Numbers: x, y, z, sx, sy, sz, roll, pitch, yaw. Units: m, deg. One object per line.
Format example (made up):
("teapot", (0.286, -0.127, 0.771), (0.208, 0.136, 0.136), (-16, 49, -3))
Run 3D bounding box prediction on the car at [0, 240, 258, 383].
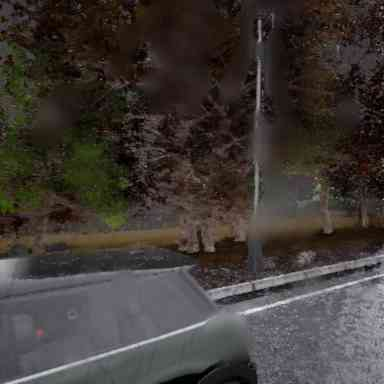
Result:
("car", (-1.663, 1.353, 2.499), (4.553, 1.767, 2.097), (0, 0, -36))
